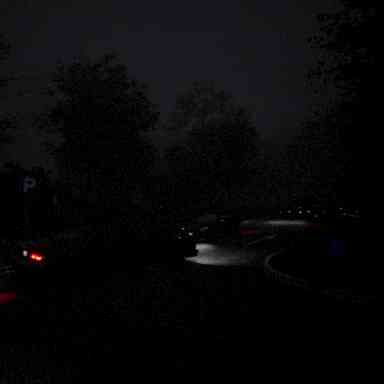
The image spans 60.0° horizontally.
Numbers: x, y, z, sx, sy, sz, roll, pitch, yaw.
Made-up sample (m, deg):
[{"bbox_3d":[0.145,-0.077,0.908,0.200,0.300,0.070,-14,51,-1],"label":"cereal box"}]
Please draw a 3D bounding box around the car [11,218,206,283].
[{"bbox_3d":[-2.266,1.615,9.879,5.357,1.411,2.033,2,-2,-43],"label":"car"}]

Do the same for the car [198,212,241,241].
[{"bbox_3d":[1.238,1.908,19.403,1.812,1.442,4.674,-3,-1,35],"label":"car"}]

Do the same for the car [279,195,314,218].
[{"bbox_3d":[10.291,1.354,31.926,2.150,2.045,5.566,-3,-1,36],"label":"car"}]

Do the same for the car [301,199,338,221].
[{"bbox_3d":[10.836,1.566,27.333,1.812,1.442,4.674,-3,-1,36],"label":"car"}]
